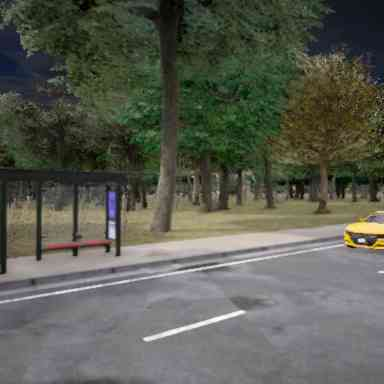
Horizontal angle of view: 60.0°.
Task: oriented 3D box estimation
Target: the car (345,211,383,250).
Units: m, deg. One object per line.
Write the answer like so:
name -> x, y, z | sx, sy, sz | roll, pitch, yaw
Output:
car -> 8.195, 1.487, 13.544 | 5.008, 1.535, 1.882 | 0, 0, -36
